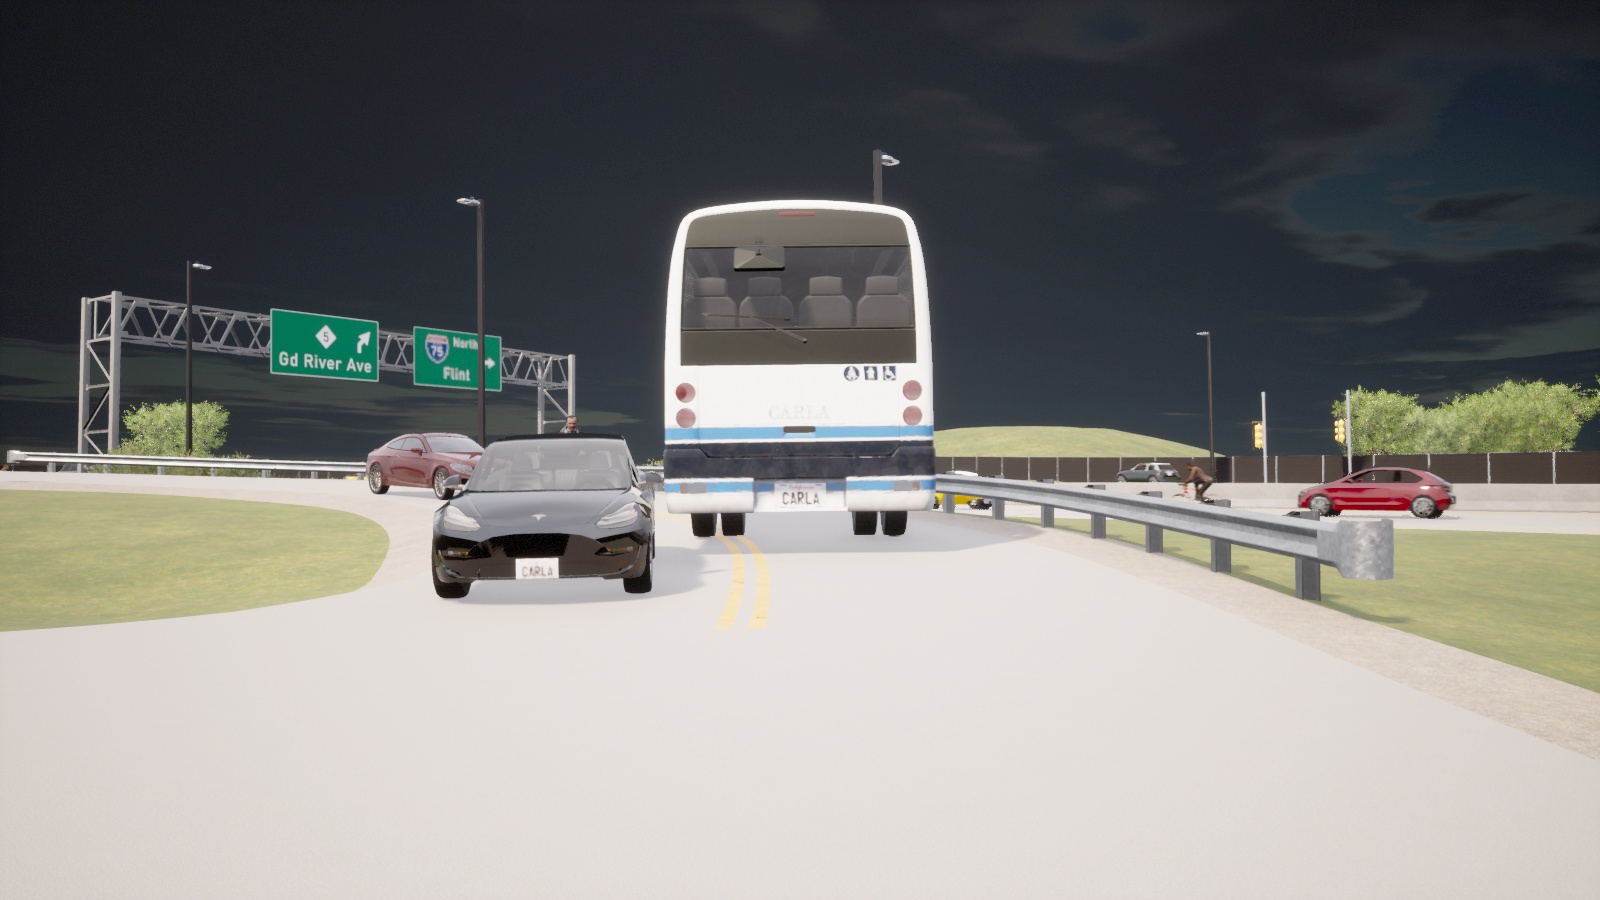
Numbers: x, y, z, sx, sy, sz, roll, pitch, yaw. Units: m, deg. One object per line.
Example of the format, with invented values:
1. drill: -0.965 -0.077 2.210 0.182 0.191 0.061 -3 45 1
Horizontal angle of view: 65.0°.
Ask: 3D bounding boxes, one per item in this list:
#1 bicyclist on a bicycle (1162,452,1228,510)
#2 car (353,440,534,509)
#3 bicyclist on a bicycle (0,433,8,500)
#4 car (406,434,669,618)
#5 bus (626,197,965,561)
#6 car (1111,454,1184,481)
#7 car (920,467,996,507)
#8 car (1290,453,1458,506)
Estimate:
1. bicyclist on a bicycle: 11.396 0.904 36.237 1.656 1.620 0.582 -2 -2 35
2. car: -8.144 0.505 28.431 4.674 1.442 1.812 0 1 44
3. bicyclist on a bicycle: -19.882 0.403 29.892 0.582 1.620 1.656 0 0 35
4. car: -2.491 0.617 13.154 2.163 1.488 4.792 -2 1 -6
5. bus: -0.082 -0.938 20.256 3.944 4.253 10.273 -2 1 0
6. car: 20.290 1.028 73.419 1.970 1.475 3.806 -1 -1 -28
7. car: 5.591 1.297 44.517 2.207 1.376 1.481 -1 -1 35
8. car: 16.773 0.882 36.766 4.193 1.474 1.816 -2 -2 35
